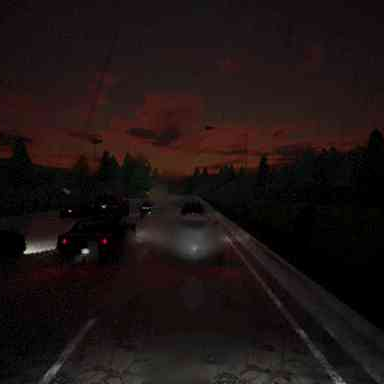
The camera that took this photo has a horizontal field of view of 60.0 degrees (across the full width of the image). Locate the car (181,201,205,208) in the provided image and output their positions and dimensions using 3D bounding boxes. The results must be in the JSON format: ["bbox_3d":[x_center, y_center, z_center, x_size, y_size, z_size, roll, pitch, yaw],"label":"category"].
[{"bbox_3d":[0.076,1.550,29.933,1.837,1.490,4.892,0,0,0],"label":"car"}]

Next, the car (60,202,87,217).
[{"bbox_3d":[-10.423,1.611,30.451,1.994,1.385,4.181,0,0,0],"label":"car"}]

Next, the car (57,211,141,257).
[{"bbox_3d":[-3.423,1.621,12.945,1.895,1.301,4.718,0,0,0],"label":"car"}]

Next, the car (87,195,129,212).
[{"bbox_3d":[-6.925,1.265,28.829,2.150,2.045,5.566,0,0,0],"label":"car"}]

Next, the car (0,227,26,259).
[{"bbox_3d":[-6.933,1.580,10.220,1.994,1.385,4.181,0,0,0],"label":"car"}]

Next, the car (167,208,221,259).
[{"bbox_3d":[0.071,1.545,12.583,1.812,1.442,4.674,0,0,0],"label":"car"}]

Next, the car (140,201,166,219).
[{"bbox_3d":[-3.425,1.537,29.638,2.128,1.511,4.902,0,0,0],"label":"car"}]
